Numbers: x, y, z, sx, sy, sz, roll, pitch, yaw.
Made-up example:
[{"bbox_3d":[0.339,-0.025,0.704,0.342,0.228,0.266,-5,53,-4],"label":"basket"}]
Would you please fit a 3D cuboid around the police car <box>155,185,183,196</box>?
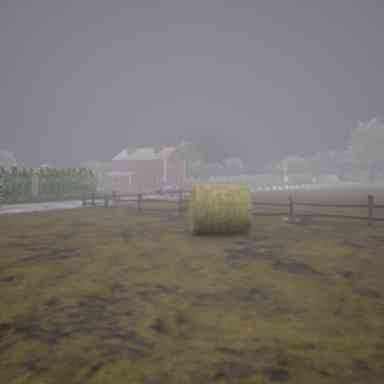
[{"bbox_3d":[-3.488,-0.283,49.857,1.930,1.638,5.238,3,4,35],"label":"police car"}]
